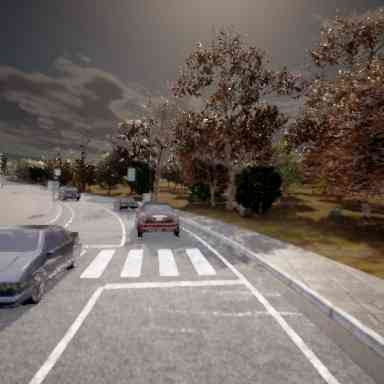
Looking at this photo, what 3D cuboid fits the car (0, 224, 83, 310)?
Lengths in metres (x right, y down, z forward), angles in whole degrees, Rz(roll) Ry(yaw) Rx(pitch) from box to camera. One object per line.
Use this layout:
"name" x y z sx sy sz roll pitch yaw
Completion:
"car" -4.120 1.534 8.201 2.033 1.411 5.357 0 0 -6

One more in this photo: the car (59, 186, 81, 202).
"car" -17.567 0.227 47.653 2.150 2.045 5.566 2 2 -31

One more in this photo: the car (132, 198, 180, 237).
"car" -1.976 1.295 18.036 2.097 1.767 4.553 0 0 -11

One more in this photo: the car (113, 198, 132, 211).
"car" -7.023 1.253 34.970 1.895 1.301 4.718 1 1 -22
